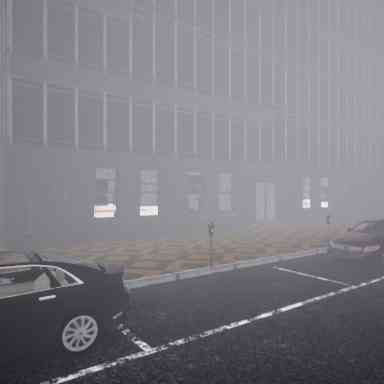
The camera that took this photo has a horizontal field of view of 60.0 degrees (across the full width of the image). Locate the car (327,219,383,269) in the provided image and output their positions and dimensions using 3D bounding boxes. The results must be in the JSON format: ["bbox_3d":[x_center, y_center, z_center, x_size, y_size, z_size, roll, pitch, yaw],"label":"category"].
[{"bbox_3d":[6.259,1.582,11.057,4.206,1.307,1.802,0,0,-36],"label":"car"}]

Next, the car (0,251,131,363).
[{"bbox_3d":[-2.993,1.551,4.424,4.403,1.369,2.008,0,0,-36],"label":"car"}]
